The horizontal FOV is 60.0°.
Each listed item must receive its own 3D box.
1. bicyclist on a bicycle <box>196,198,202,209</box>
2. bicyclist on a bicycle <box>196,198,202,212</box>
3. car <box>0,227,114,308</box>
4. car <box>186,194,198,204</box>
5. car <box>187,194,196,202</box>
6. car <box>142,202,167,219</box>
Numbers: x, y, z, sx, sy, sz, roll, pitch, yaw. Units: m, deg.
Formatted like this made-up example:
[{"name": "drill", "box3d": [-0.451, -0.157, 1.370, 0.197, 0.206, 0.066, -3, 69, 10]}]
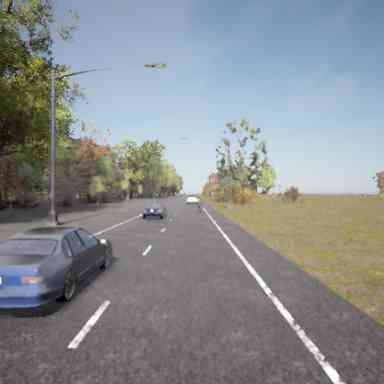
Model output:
[{"name": "bicyclist on a bicycle", "box3d": [0.964, 1.622, 48.628, 0.866, 1.612, 1.509, 0, 0, 0]}, {"name": "bicyclist on a bicycle", "box3d": [0.953, 1.600, 38.681, 0.582, 1.620, 1.656, 0, -1, 0]}, {"name": "car", "box3d": [-3.404, 1.579, 8.226, 2.033, 1.411, 5.357, 0, 0, 0]}, {"name": "car", "box3d": [-0.016, 1.498, 71.309, 2.150, 2.045, 5.566, 0, 0, 0]}, {"name": "car", "box3d": [-0.016, 1.403, 82.440, 2.150, 2.045, 5.566, 0, 0, 0]}, {"name": "car", "box3d": [-3.408, 1.665, 30.865, 2.033, 1.411, 5.357, 0, 0, 0]}]
